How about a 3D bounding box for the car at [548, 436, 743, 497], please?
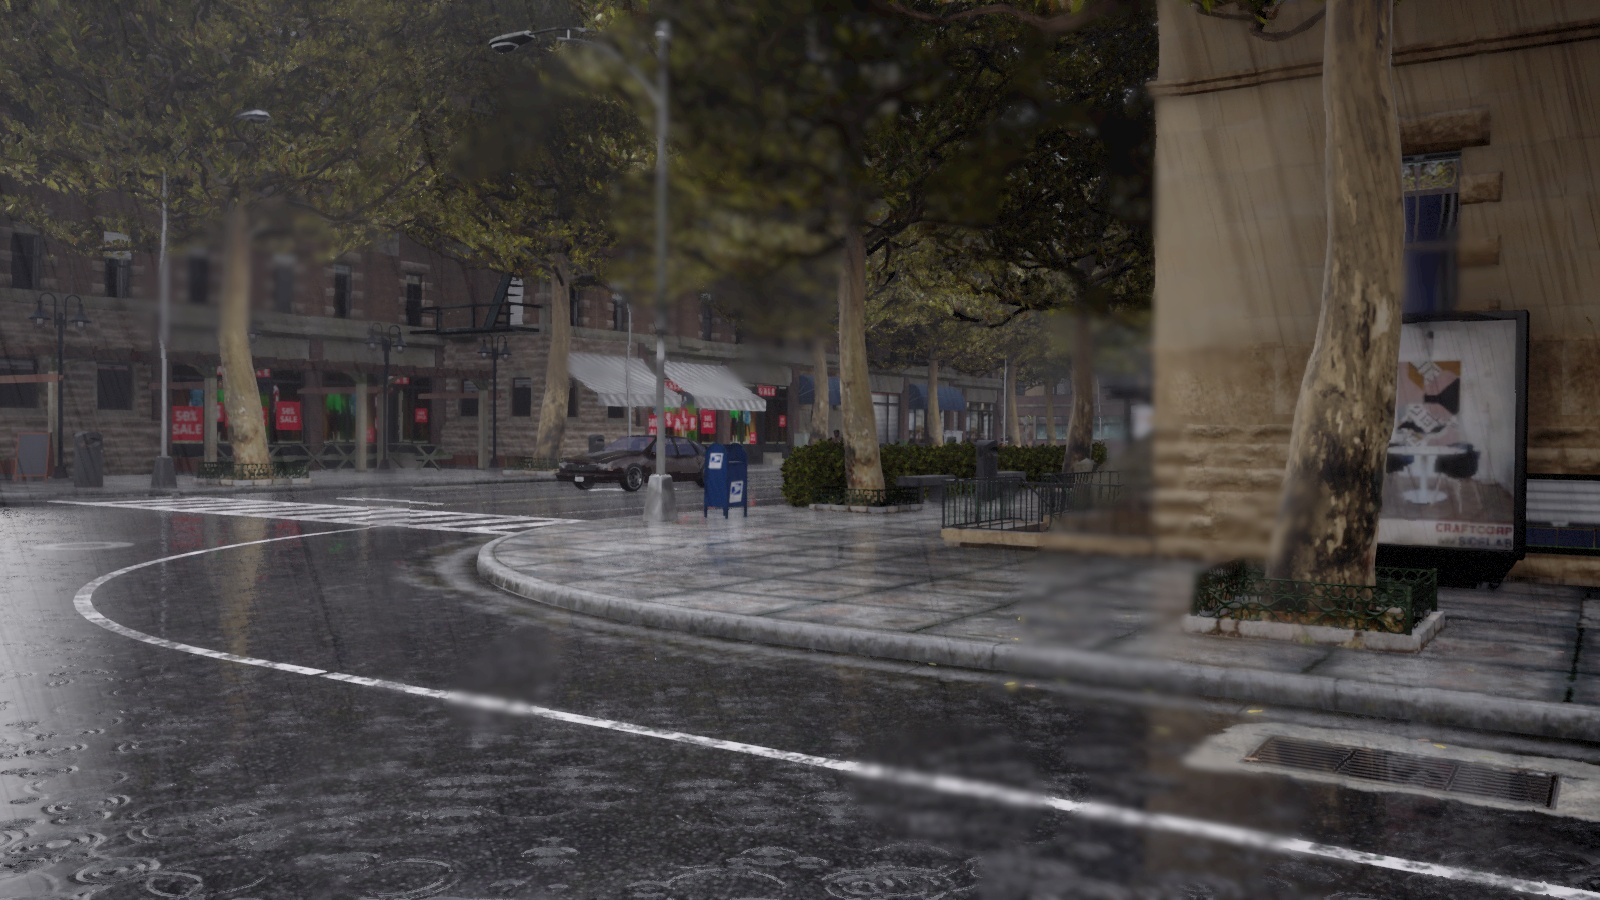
[{"bbox_3d":[-3.879,0.368,32.640,2.033,1.411,5.357,0,1,33],"label":"car"}]
